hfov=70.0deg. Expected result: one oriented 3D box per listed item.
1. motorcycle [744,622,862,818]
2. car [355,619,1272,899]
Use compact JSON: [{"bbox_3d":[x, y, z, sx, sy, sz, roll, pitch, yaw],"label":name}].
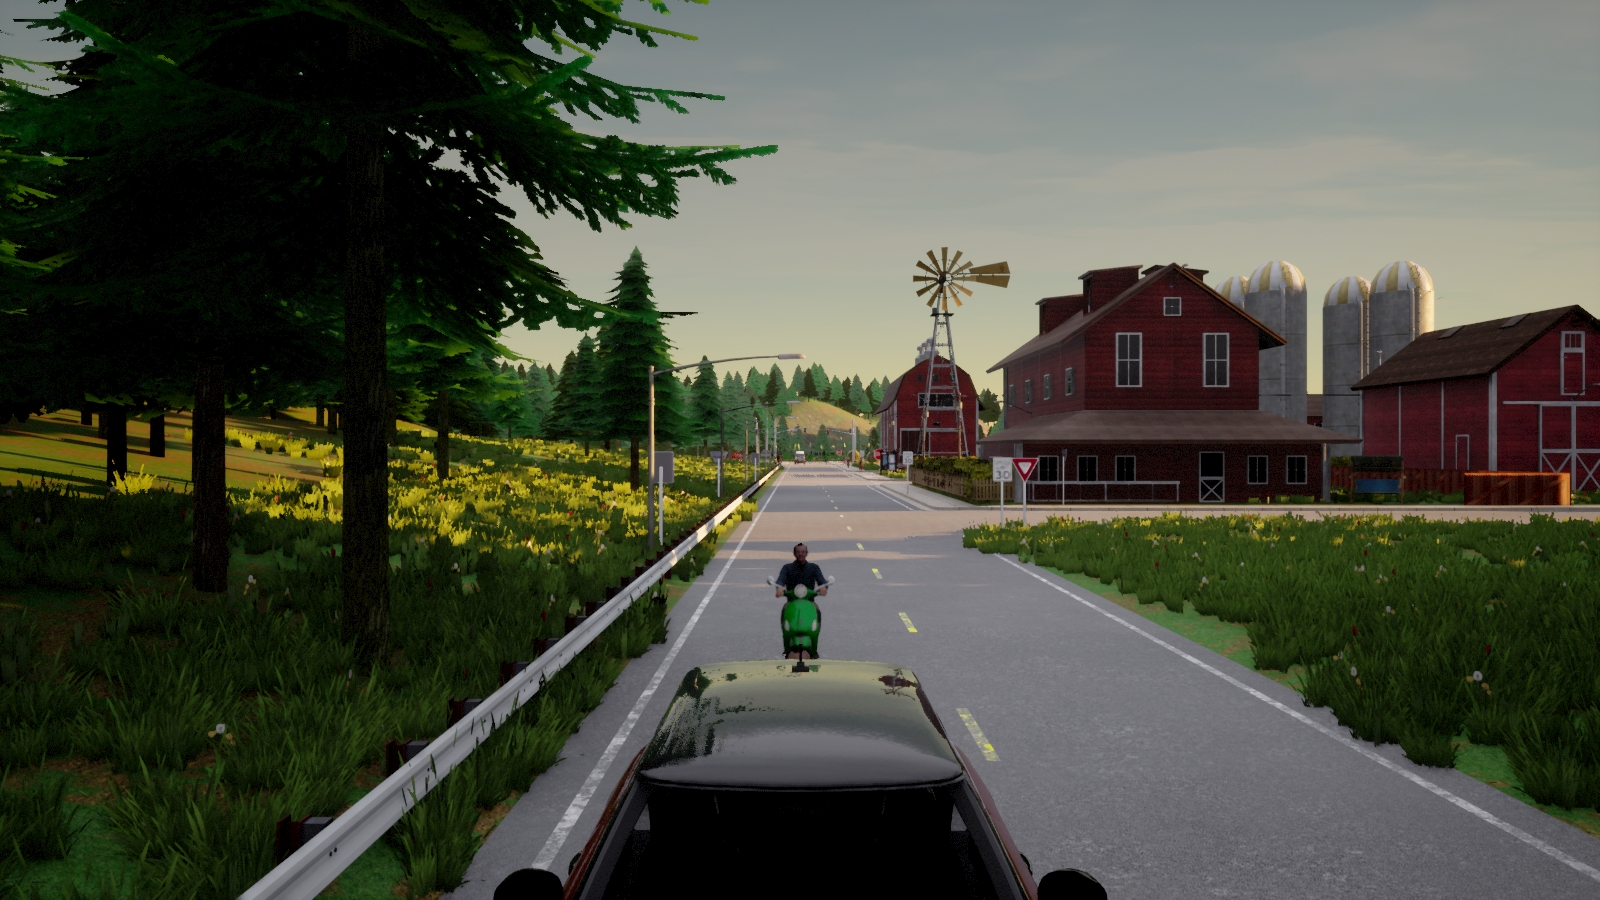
[{"bbox_3d":[0.017,2.230,9.842,0.867,1.251,2.209,-2,-3,0],"label":"motorcycle"},{"bbox_3d":[0.032,1.899,4.503,2.097,1.767,4.553,0,0,0],"label":"car"}]
